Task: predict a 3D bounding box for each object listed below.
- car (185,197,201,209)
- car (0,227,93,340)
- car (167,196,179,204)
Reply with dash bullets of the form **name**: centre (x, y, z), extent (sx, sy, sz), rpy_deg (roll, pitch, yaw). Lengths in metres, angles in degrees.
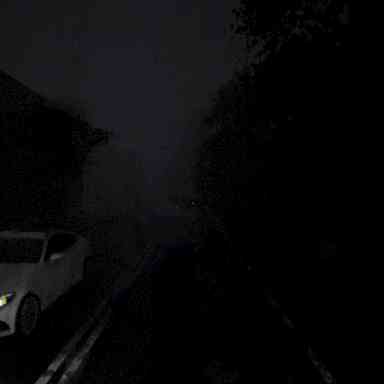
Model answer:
- **car**: centre (0.129, 1.340, 42.095), extent (1.994, 1.385, 4.181), rpy_deg (0, 0, 0)
- **car**: centre (-3.351, 1.477, 6.590), extent (1.812, 1.442, 4.674), rpy_deg (0, 0, 0)
- **car**: centre (-3.127, 1.361, 55.485), extent (1.895, 1.301, 4.718), rpy_deg (0, 0, 1)
